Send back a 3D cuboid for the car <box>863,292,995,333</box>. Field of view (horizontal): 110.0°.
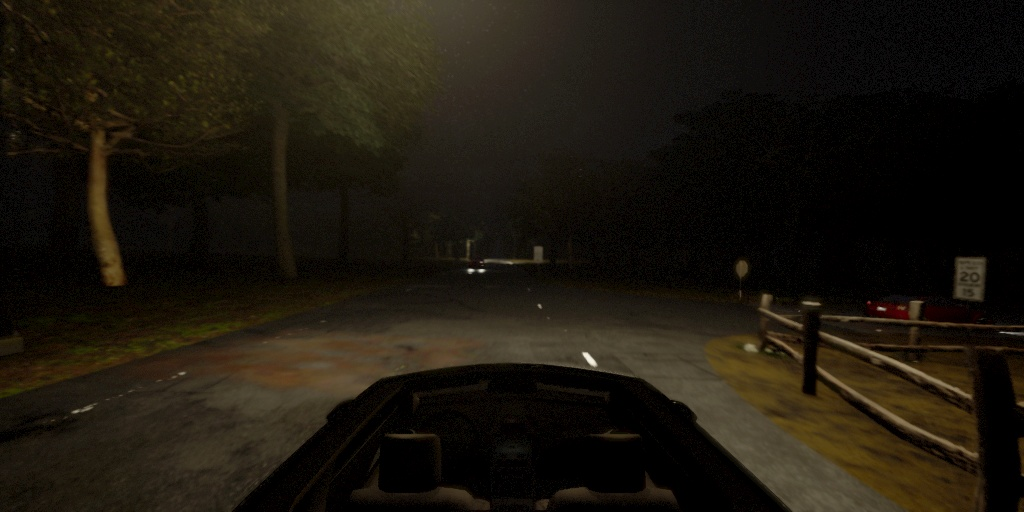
[{"bbox_3d":[17.831,2.328,15.430,4.181,1.385,1.994,3,2,-2],"label":"car"}]

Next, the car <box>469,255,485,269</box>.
[{"bbox_3d":[-5.342,0.893,54.923,2.150,2.045,5.566,1,0,-1],"label":"car"}]
